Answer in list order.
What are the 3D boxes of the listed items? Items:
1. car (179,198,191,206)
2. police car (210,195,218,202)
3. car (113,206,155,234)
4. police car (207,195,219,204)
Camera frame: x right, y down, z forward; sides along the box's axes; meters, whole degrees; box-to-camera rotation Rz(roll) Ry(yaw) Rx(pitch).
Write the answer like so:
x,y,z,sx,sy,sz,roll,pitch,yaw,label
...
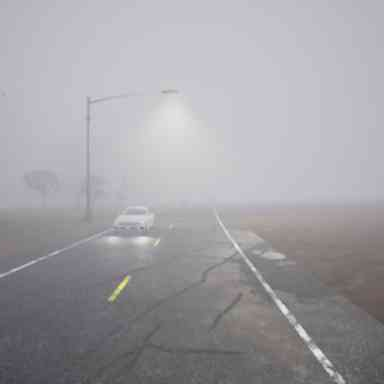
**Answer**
x,y,z,sx,sy,sz,roll,pitch,yaw,label
-1.218,1.775,61.314,1.994,1.385,4.181,0,0,5,car
5.788,1.715,87.920,1.930,1.638,5.238,0,0,6,police car
-3.325,1.597,19.881,1.812,1.442,4.674,0,0,1,car
4.243,1.669,72.049,1.930,1.638,5.238,0,0,5,police car
